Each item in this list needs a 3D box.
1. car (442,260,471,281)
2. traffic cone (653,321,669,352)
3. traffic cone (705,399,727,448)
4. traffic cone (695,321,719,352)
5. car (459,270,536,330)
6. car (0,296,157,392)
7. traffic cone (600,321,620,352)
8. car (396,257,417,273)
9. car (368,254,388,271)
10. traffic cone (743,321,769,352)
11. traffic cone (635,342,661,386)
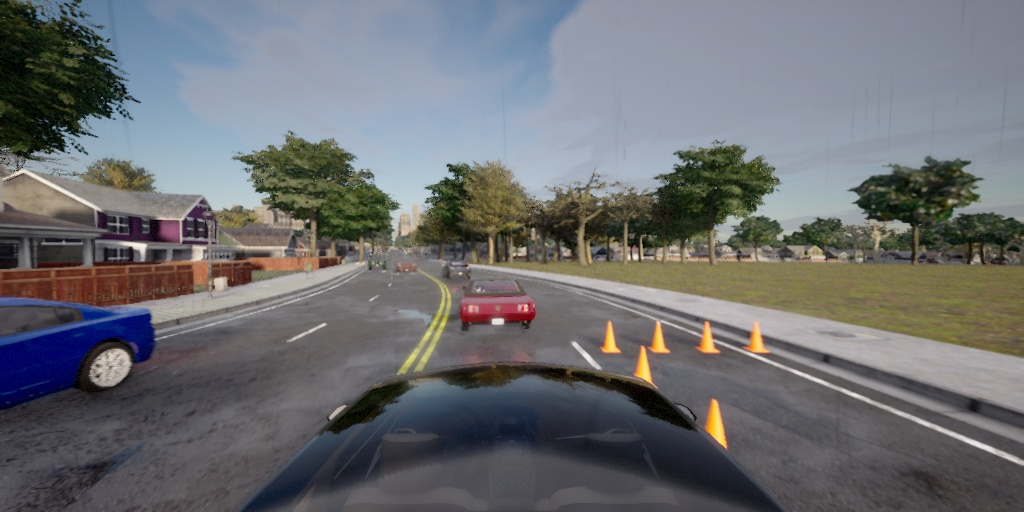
[{"bbox_3d":[-4.462,1.076,28.528,2.128,1.511,4.902,0,0,-17],"label":"car"},{"bbox_3d":[3.036,1.654,7.448,0.340,0.580,0.340,0,0,1],"label":"traffic cone"},{"bbox_3d":[1.957,1.687,3.469,0.340,0.580,0.340,0,0,1],"label":"traffic cone"},{"bbox_3d":[4.035,1.651,7.429,0.340,0.580,0.340,0,0,1],"label":"traffic cone"},{"bbox_3d":[-0.576,1.289,10.903,1.895,1.301,4.718,0,0,-6],"label":"car"},{"bbox_3d":[-6.788,1.234,3.817,1.882,1.535,5.008,0,0,-2],"label":"car"},{"bbox_3d":[2.035,1.657,7.468,0.340,0.580,0.340,0,0,1],"label":"traffic cone"},{"bbox_3d":[-11.803,0.906,40.109,2.097,1.767,4.553,-1,1,-18],"label":"car"},{"bbox_3d":[-17.230,0.778,46.171,2.150,2.045,5.566,-1,0,-18],"label":"car"},{"bbox_3d":[5.035,1.647,7.409,0.340,0.580,0.340,0,0,1],"label":"traffic cone"},{"bbox_3d":[1.997,1.672,5.468,0.340,0.580,0.340,0,0,1],"label":"traffic cone"}]
